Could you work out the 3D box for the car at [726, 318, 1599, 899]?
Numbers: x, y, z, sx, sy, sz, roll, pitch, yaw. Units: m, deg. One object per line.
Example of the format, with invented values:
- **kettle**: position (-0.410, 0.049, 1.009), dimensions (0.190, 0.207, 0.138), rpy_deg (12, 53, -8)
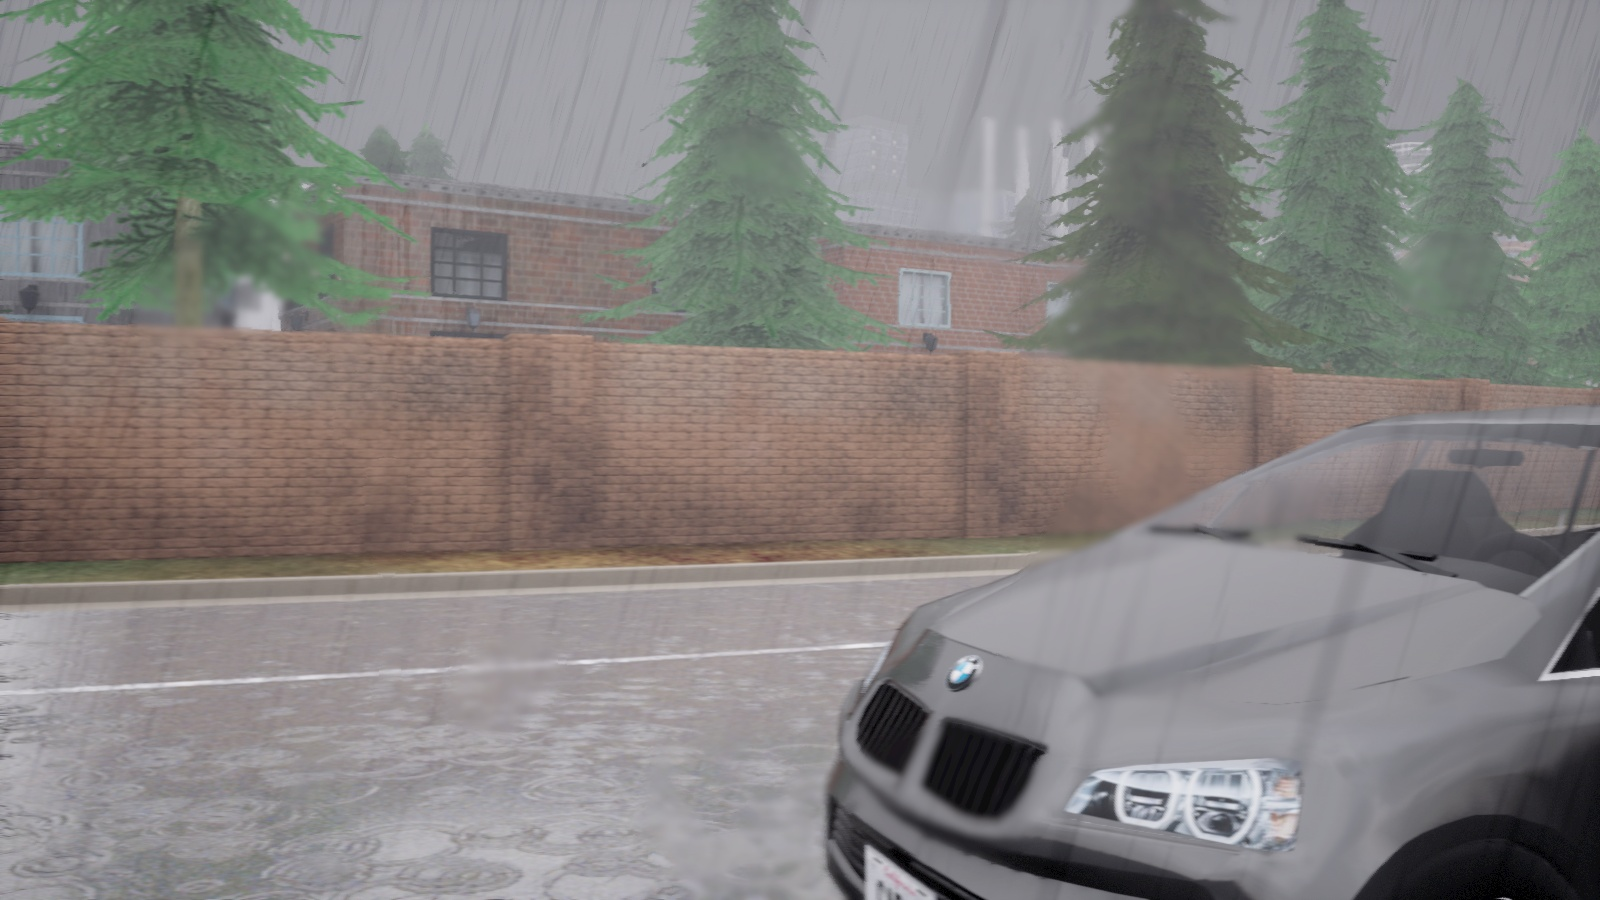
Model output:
- **car**: position (2.318, 0.552, 4.078), dimensions (4.611, 1.667, 2.242), rpy_deg (-1, 1, -22)
